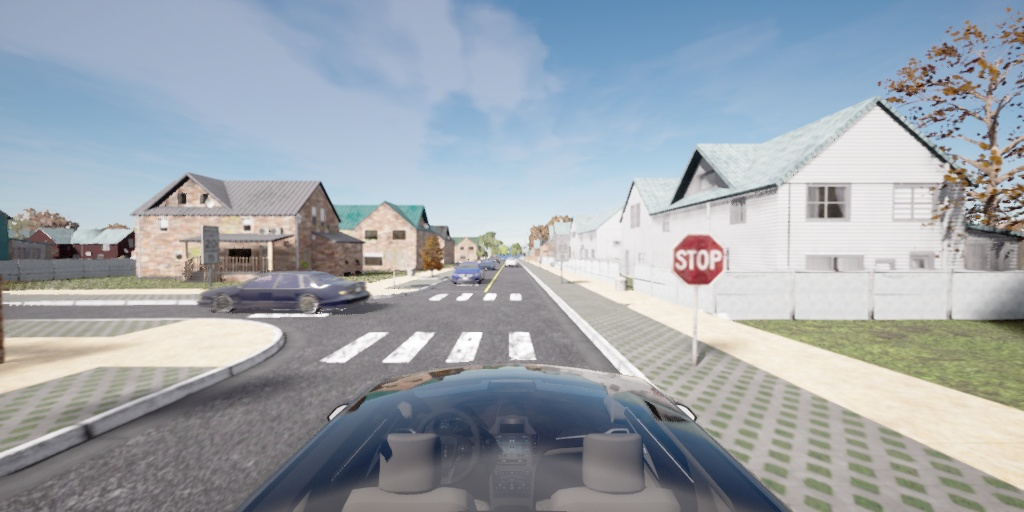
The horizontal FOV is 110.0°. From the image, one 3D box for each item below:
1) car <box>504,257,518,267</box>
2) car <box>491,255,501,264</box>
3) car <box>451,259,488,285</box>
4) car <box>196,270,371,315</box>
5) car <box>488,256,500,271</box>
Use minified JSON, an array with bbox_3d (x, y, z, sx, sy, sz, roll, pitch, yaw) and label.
[{"bbox_3d":[-0.074,0.964,54.284,1.812,1.442,4.674,0,0,0],"label":"car"},{"bbox_3d":[-2.830,0.576,58.861,1.837,1.490,4.892,0,0,0],"label":"car"},{"bbox_3d":[-2.878,1.116,24.493,1.812,1.442,4.674,0,0,0],"label":"car"},{"bbox_3d":[-7.857,1.219,12.597,5.357,1.411,2.033,0,1,4],"label":"car"},{"bbox_3d":[-2.895,1.033,42.968,2.033,1.411,5.357,0,0,0],"label":"car"}]
